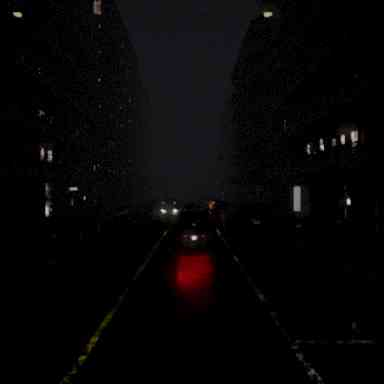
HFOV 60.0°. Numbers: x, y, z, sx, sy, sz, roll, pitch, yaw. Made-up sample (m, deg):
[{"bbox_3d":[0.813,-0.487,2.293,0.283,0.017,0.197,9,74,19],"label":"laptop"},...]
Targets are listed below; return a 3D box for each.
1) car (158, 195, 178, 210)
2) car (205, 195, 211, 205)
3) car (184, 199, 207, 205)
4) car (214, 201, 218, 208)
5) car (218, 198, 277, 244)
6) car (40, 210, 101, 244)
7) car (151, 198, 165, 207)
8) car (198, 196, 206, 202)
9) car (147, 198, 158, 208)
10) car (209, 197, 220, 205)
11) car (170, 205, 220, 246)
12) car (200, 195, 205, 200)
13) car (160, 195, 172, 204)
[{"bbox_3d":[-3.078,1.478,46.042,2.097,1.767,4.553,0,0,0],"label":"car"},{"bbox_3d":[3.120,1.471,43.179,2.097,1.767,4.553,0,0,0],"label":"car"},{"bbox_3d":[0.094,1.647,31.117,1.994,1.385,4.181,0,0,0],"label":"car"},{"bbox_3d":[2.683,1.583,21.942,1.752,1.417,4.829,-1,0,0],"label":"car"},{"bbox_3d":[2.679,1.356,16.089,2.192,1.841,5.009,-1,0,0],"label":"car"},{"bbox_3d":[-5.698,1.585,16.093,1.887,1.381,4.507,-1,0,0],"label":"car"},{"bbox_3d":[-5.691,1.725,55.885,1.947,1.339,4.313,-1,0,0],"label":"car"},{"bbox_3d":[2.695,1.832,89.988,2.008,1.369,4.403,-1,0,0],"label":"car"},{"bbox_3d":[-5.691,1.706,50.201,1.947,1.339,4.313,-1,0,0],"label":"car"},{"bbox_3d":[3.152,1.601,36.209,1.837,1.490,4.892,0,0,0],"label":"car"},{"bbox_3d":[0.089,1.543,15.382,1.837,1.490,4.892,0,0,0],"label":"car"},{"bbox_3d":[2.689,1.685,56.050,1.752,1.417,4.829,-1,0,0],"label":"car"},{"bbox_3d":[-5.692,1.533,72.940,2.192,1.841,5.009,-1,0,0],"label":"car"}]
